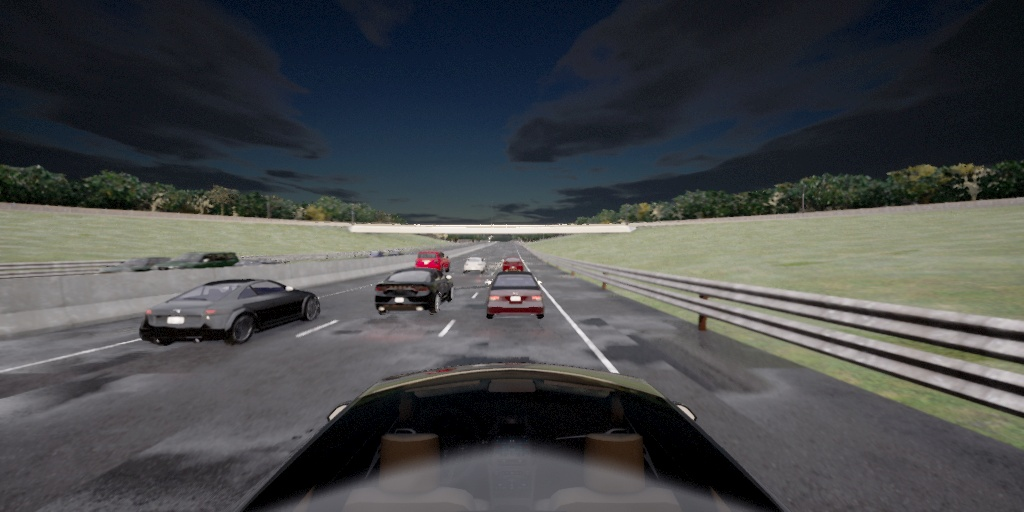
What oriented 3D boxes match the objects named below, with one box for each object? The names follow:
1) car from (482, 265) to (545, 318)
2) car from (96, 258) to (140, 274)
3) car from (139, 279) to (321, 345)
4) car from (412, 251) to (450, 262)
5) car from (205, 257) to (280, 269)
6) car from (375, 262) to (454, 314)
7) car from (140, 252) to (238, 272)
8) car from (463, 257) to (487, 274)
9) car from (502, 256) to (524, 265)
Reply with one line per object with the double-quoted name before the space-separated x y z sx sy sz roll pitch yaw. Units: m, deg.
"car" 0.089 1.227 12.647 2.033 1.411 5.357 0 1 0
"car" -24.597 0.868 23.975 2.097 1.767 4.553 0 1 0
"car" -6.908 1.274 9.377 1.994 1.385 4.181 0 0 0
"car" -6.899 0.581 31.495 2.150 2.045 5.566 0 1 0
"car" -17.597 1.000 24.406 2.128 1.511 4.902 0 1 0
"car" -3.402 1.149 13.327 1.882 1.535 5.008 0 1 0
"car" -21.099 0.731 24.309 2.150 2.045 5.566 0 1 0
"car" -3.400 0.835 33.555 1.812 1.442 4.674 0 1 0
"car" 0.100 0.776 34.006 1.882 1.535 5.008 0 1 0
